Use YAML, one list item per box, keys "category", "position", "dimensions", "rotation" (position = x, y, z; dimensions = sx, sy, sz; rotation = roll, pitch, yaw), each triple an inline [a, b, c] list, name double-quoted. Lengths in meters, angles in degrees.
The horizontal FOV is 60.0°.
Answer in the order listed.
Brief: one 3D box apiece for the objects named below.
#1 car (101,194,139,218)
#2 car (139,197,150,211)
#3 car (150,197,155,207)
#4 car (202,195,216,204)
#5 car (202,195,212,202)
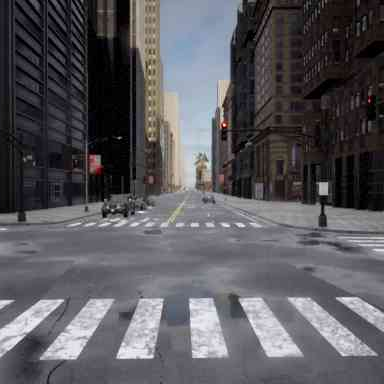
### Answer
- category: "car"
  position: [-6.646, 1.191, 30.607]
  dimensions: [2.150, 2.045, 5.566]
  rotation: [0, 0, 0]
- category: "car"
  position: [-6.653, 1.456, 40.481]
  dimensions: [1.837, 1.490, 4.892]
  rotation: [0, 0, 0]
- category: "car"
  position: [-6.677, 1.497, 50.504]
  dimensions: [1.994, 1.385, 4.181]
  rotation: [0, 0, -1]
- category: "car"
  position: [3.250, 1.438, 61.047]
  dimensions: [1.812, 1.442, 4.674]
  rotation: [0, 0, 0]
- category: "car"
  position: [3.195, 1.417, 70.968]
  dimensions: [1.812, 1.442, 4.674]
  rotation: [0, 0, 0]
